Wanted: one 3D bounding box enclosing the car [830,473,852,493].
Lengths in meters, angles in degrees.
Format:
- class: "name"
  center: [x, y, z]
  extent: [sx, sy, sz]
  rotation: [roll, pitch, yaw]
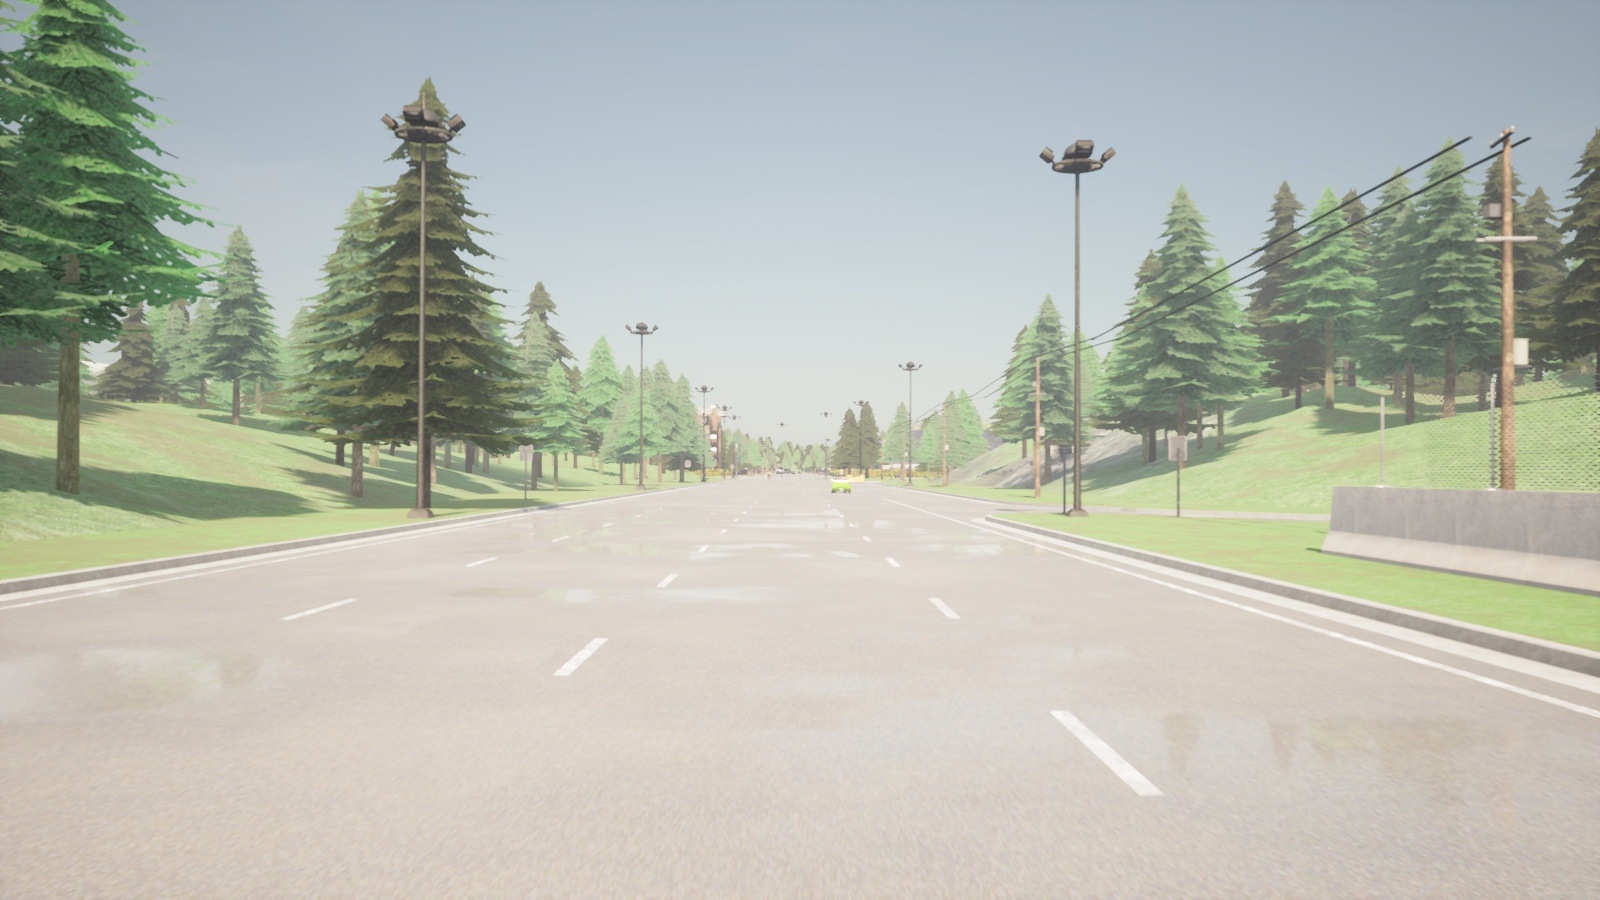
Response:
- class: "car"
  center: [2.890, 2.343, 88.768]
  extent: [1.481, 1.376, 2.207]
  rotation: [0, -1, 0]
